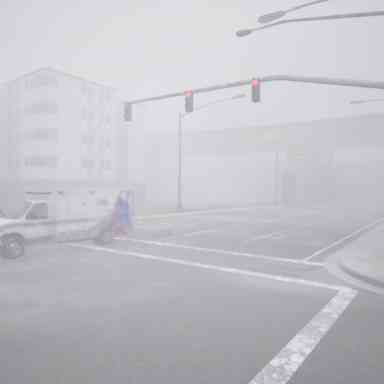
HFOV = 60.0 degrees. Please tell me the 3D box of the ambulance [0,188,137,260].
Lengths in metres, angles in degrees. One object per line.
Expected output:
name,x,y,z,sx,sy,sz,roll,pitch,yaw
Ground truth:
ambulance,-5.281,1.055,13.593,2.351,2.431,6.366,0,0,36
